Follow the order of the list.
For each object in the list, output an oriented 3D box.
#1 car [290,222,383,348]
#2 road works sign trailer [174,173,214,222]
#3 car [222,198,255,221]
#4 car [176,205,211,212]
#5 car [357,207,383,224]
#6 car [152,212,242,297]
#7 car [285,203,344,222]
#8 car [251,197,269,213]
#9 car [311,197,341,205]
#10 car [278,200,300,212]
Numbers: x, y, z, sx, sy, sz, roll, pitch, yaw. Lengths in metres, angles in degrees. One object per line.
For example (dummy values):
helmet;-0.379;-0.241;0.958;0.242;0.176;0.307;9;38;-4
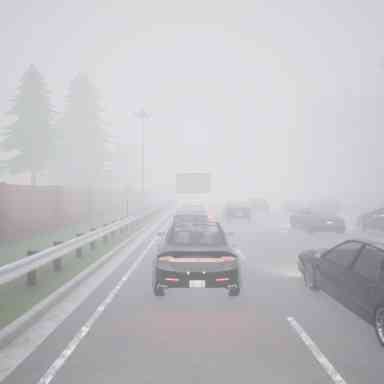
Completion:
car;3.601;1.547;6.003;2.033;1.411;5.357;0;0;-1
road works sign trailer;0.062;0.464;22.954;2.380;3.560;2.880;0;0;-1
car;3.593;1.477;27.335;1.882;1.535;5.008;0;0;0
car;0.052;1.474;19.034;1.882;1.535;5.008;0;0;5
car;10.596;1.504;17.632;1.837;1.490;4.892;0;0;0
car;0.098;1.491;8.595;2.128;1.511;4.902;0;0;0
car;7.095;1.563;19.192;1.994;1.385;4.181;0;0;0
car;7.091;1.352;36.844;2.097;1.767;4.553;0;0;0
car;14.093;1.352;35.393;2.097;1.767;4.553;0;0;0
car;10.592;1.562;35.370;1.994;1.385;4.181;0;0;0
